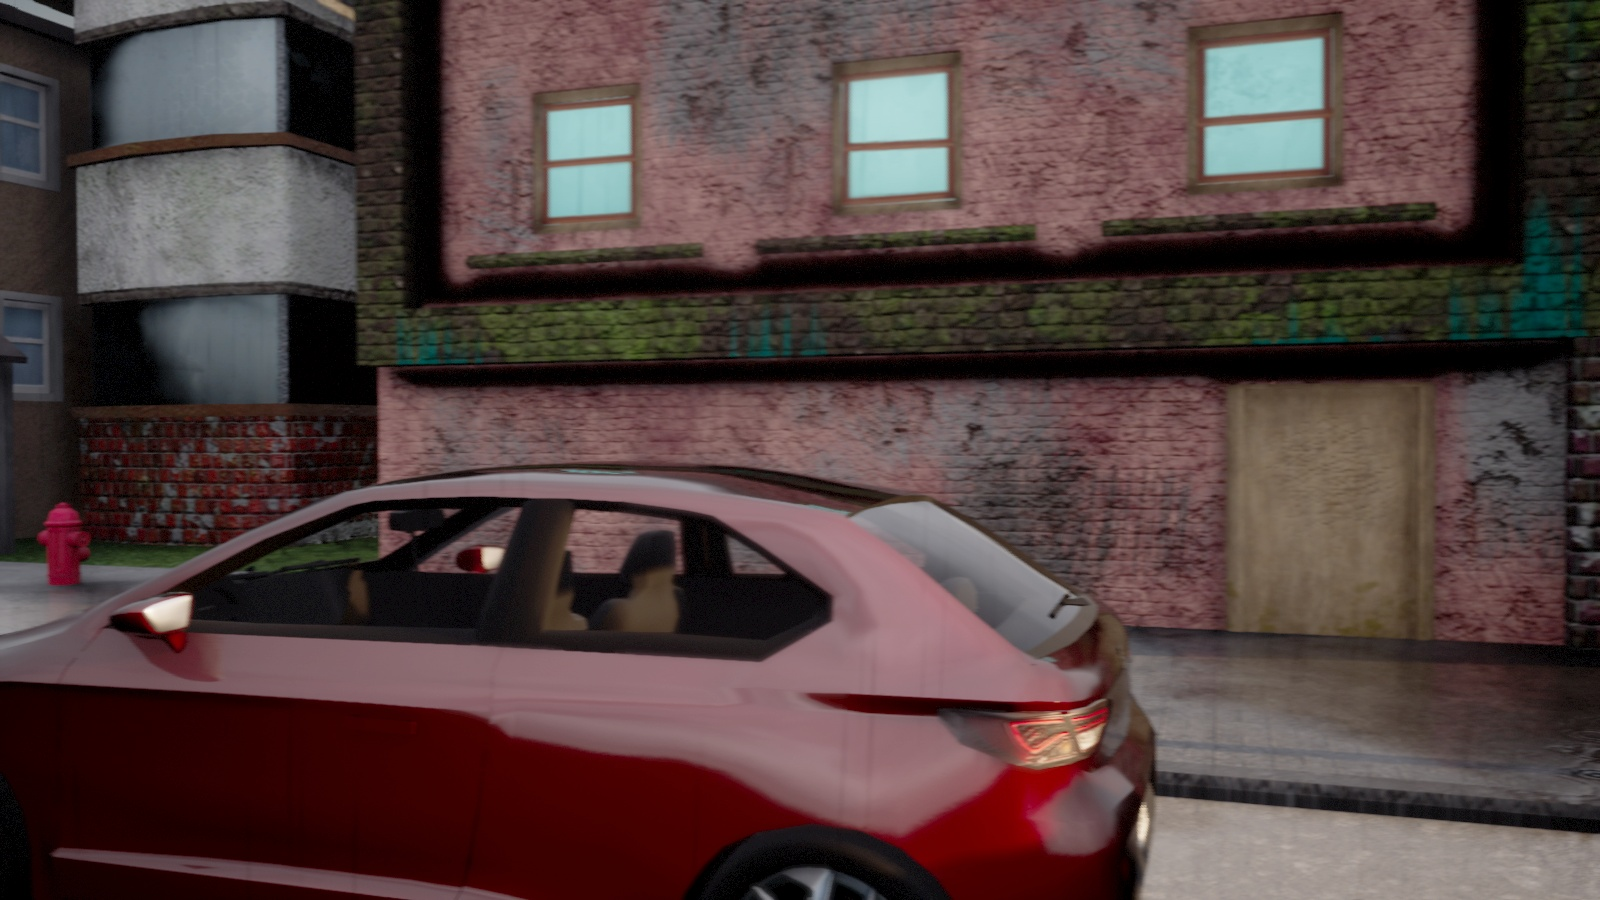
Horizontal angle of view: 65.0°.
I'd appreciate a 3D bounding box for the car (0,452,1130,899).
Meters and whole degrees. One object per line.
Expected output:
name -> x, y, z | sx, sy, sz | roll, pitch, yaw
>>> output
car -> -1.151, 0.770, 4.107 | 4.193, 1.474, 1.816 | 0, 1, 19
